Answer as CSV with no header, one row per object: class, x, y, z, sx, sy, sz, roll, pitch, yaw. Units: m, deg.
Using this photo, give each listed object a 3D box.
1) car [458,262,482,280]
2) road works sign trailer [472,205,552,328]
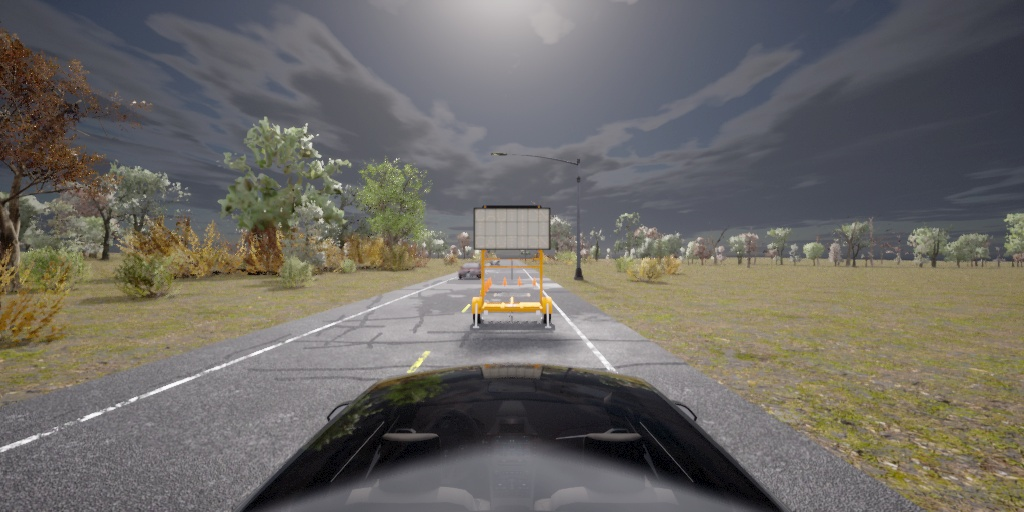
car,-3.595,1.285,31.830,1.812,1.442,4.674,0,0,0
road works sign trailer,0.002,0.216,11.344,2.380,3.560,2.880,0,0,0
